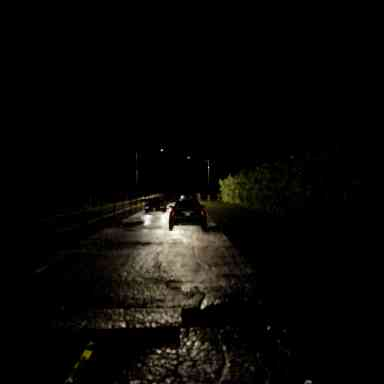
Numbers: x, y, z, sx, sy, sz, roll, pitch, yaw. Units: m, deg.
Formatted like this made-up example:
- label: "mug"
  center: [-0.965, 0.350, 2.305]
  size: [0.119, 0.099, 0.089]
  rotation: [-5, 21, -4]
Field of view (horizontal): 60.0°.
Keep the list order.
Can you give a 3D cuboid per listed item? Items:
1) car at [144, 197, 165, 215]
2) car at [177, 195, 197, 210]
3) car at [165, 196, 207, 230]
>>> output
- label: "car"
  center: [-3.317, 1.256, 31.254]
  size: [1.837, 1.490, 4.892]
  rotation: [0, 0, -1]
- label: "car"
  center: [-0.599, 1.165, 38.258]
  size: [2.128, 1.511, 4.902]
  rotation: [0, 0, -1]
- label: "car"
  center: [-0.261, 1.181, 19.770]
  size: [2.097, 1.767, 4.553]
  rotation: [0, 0, -1]
